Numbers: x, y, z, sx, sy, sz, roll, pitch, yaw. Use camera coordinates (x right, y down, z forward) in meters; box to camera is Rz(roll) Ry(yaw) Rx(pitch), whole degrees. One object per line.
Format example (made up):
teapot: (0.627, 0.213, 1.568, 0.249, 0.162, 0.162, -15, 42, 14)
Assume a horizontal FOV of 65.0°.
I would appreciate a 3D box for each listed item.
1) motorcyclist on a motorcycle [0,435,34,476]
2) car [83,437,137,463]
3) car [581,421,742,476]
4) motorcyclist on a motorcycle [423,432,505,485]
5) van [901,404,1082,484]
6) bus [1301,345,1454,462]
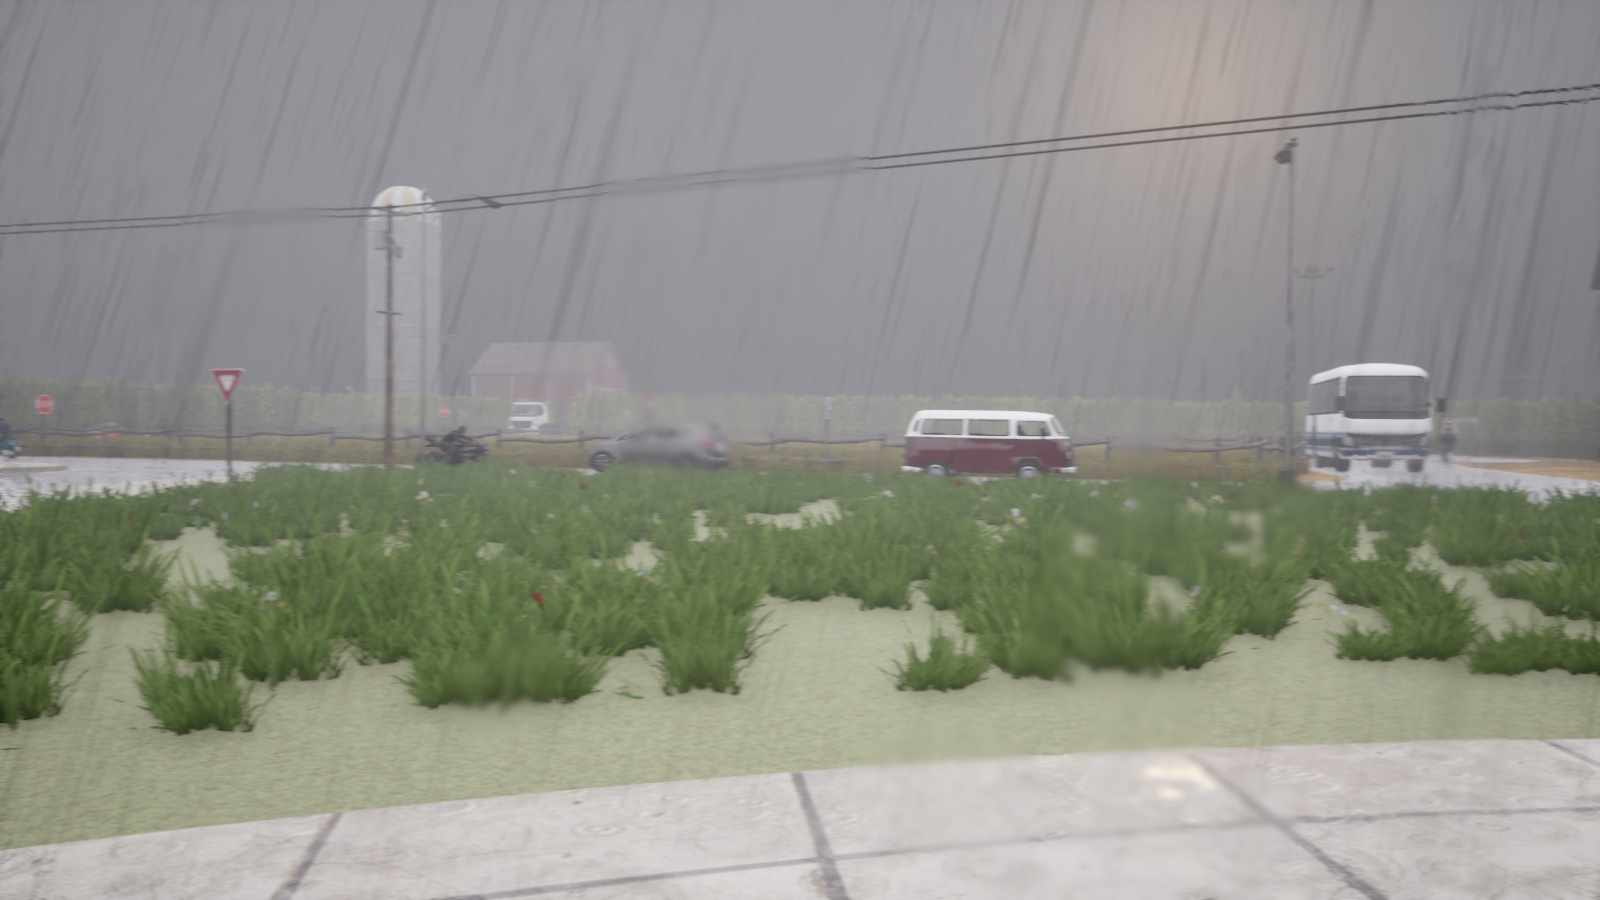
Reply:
motorcyclist on a motorcycle: (-30.969, 0.206, 48.997, 1.817, 1.590, 0.866, 0, 1, 18)
car: (-38.505, 0.004, 70.154, 1.481, 1.376, 2.207, 0, 1, 18)
car: (-4.420, -0.053, 40.316, 4.611, 1.667, 2.242, -1, 1, 18)
motorcyclist on a motorcycle: (-10.059, 0.255, 37.638, 2.191, 1.530, 0.866, -1, 2, 0)
van: (5.130, -0.156, 33.540, 4.480, 2.038, 2.069, 0, 1, 18)
bus: (23.084, -1.784, 50.935, 3.944, 4.253, 10.273, 0, 1, 15)
